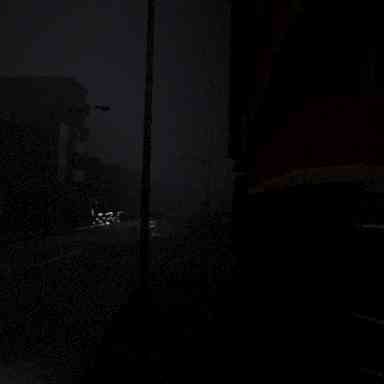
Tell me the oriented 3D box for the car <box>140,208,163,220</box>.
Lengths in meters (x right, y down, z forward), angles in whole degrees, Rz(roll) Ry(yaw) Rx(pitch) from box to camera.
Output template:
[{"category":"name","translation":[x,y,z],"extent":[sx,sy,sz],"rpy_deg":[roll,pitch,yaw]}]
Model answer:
[{"category":"car","translation":[-4.698,2.567,39.139],"extent":[1.895,1.301,4.718],"rpy_deg":[1,-2,5]}]
